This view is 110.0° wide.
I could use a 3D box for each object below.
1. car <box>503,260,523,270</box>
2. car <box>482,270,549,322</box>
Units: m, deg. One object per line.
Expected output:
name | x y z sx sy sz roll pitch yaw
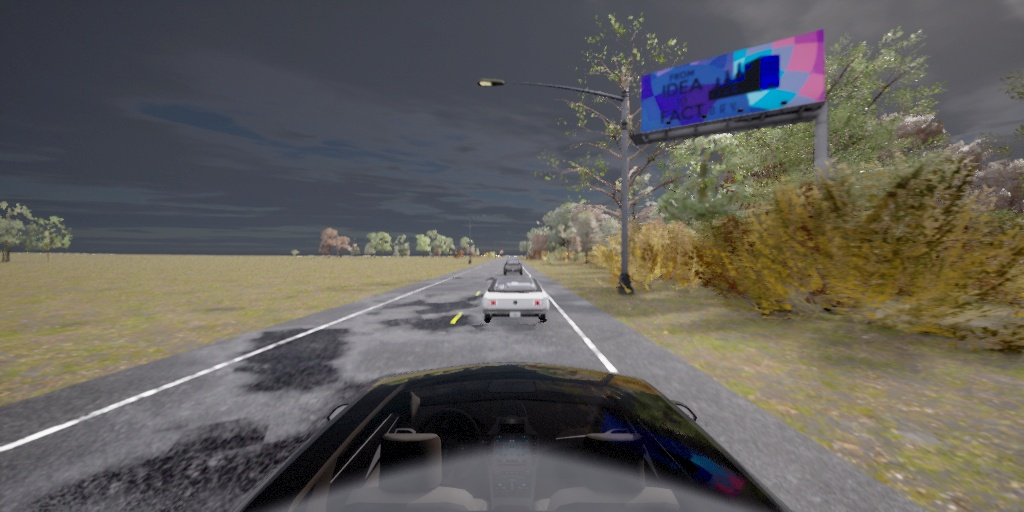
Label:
car | 0.099 1.118 36.406 2.128 1.511 4.902 0 0 0
car | 0.097 1.314 12.094 1.895 1.301 4.718 0 0 0
